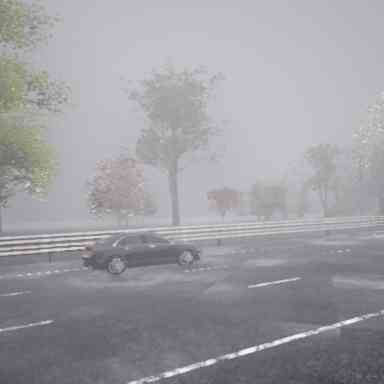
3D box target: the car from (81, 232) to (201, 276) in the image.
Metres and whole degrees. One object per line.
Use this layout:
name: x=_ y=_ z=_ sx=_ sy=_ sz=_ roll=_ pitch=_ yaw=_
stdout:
car: x=-1.982 y=2.390 z=13.647 sx=4.892 sy=1.490 sz=1.837 roll=0 pitch=-4 yaw=-29
